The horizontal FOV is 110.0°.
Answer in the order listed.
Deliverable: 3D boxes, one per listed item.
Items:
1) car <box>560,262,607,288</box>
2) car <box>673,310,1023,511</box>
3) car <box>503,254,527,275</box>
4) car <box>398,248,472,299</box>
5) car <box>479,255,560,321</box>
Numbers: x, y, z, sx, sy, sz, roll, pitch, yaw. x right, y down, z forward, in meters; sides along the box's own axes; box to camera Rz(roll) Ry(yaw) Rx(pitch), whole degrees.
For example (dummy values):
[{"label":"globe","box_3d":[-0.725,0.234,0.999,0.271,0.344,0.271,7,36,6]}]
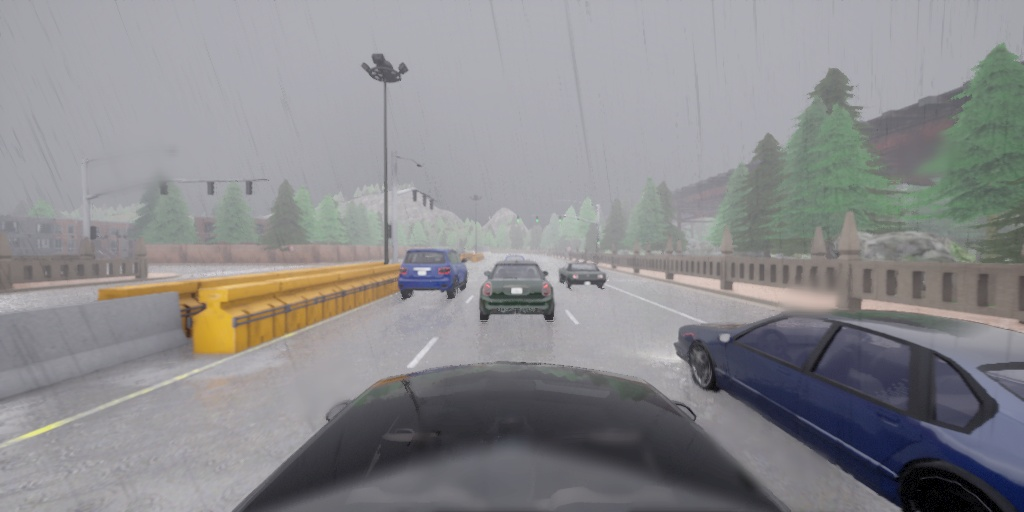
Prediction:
[{"label":"car","box_3d":[3.676,0.991,19.602,1.895,1.301,4.718,0,1,0]},{"label":"car","box_3d":[3.606,1.262,3.504,2.033,1.411,5.357,0,1,0]},{"label":"car","box_3d":[0.231,0.660,29.946,1.882,1.535,5.008,0,1,0]},{"label":"car","box_3d":[-3.343,0.682,16.068,2.150,2.045,5.566,0,1,0]},{"label":"car","box_3d":[0.141,0.902,11.661,2.097,1.767,4.553,0,1,0]}]
